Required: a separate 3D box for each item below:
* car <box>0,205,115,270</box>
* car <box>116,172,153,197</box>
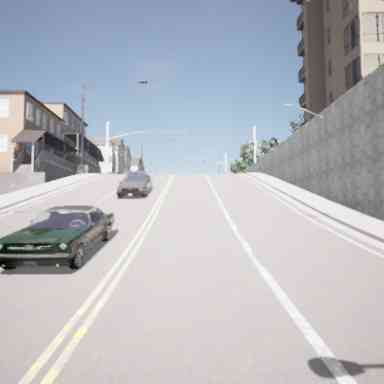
[{"bbox_3d":[-3.651,1.125,9.660,1.895,1.301,4.718,0,5,0],"label":"car"},{"bbox_3d":[-3.737,-0.604,22.523,2.033,1.411,5.357,0,9,0],"label":"car"}]
